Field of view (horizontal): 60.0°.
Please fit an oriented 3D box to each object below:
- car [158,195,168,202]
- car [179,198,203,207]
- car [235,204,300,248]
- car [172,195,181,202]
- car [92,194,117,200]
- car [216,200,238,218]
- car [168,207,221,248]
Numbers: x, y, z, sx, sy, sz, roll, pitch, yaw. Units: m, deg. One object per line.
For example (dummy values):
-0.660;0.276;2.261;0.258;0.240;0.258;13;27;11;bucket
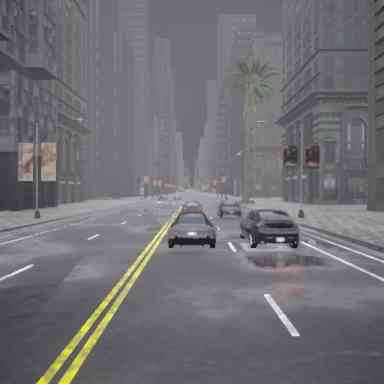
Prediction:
-6.500;1.411;74.246;1.994;1.385;4.181;0;0;0;car
0.000;1.500;29.651;1.812;1.442;4.674;0;0;0;car
3.250;1.501;14.650;1.837;1.490;4.892;0;0;0;car
-3.250;1.407;73.970;1.812;1.442;4.674;0;0;0;car
-23.842;1.690;90.854;4.829;1.417;1.752;-1;1;0;car
3.250;1.462;29.650;2.128;1.511;4.902;0;0;0;car
0.000;1.557;14.651;1.994;1.385;4.181;0;0;0;car
